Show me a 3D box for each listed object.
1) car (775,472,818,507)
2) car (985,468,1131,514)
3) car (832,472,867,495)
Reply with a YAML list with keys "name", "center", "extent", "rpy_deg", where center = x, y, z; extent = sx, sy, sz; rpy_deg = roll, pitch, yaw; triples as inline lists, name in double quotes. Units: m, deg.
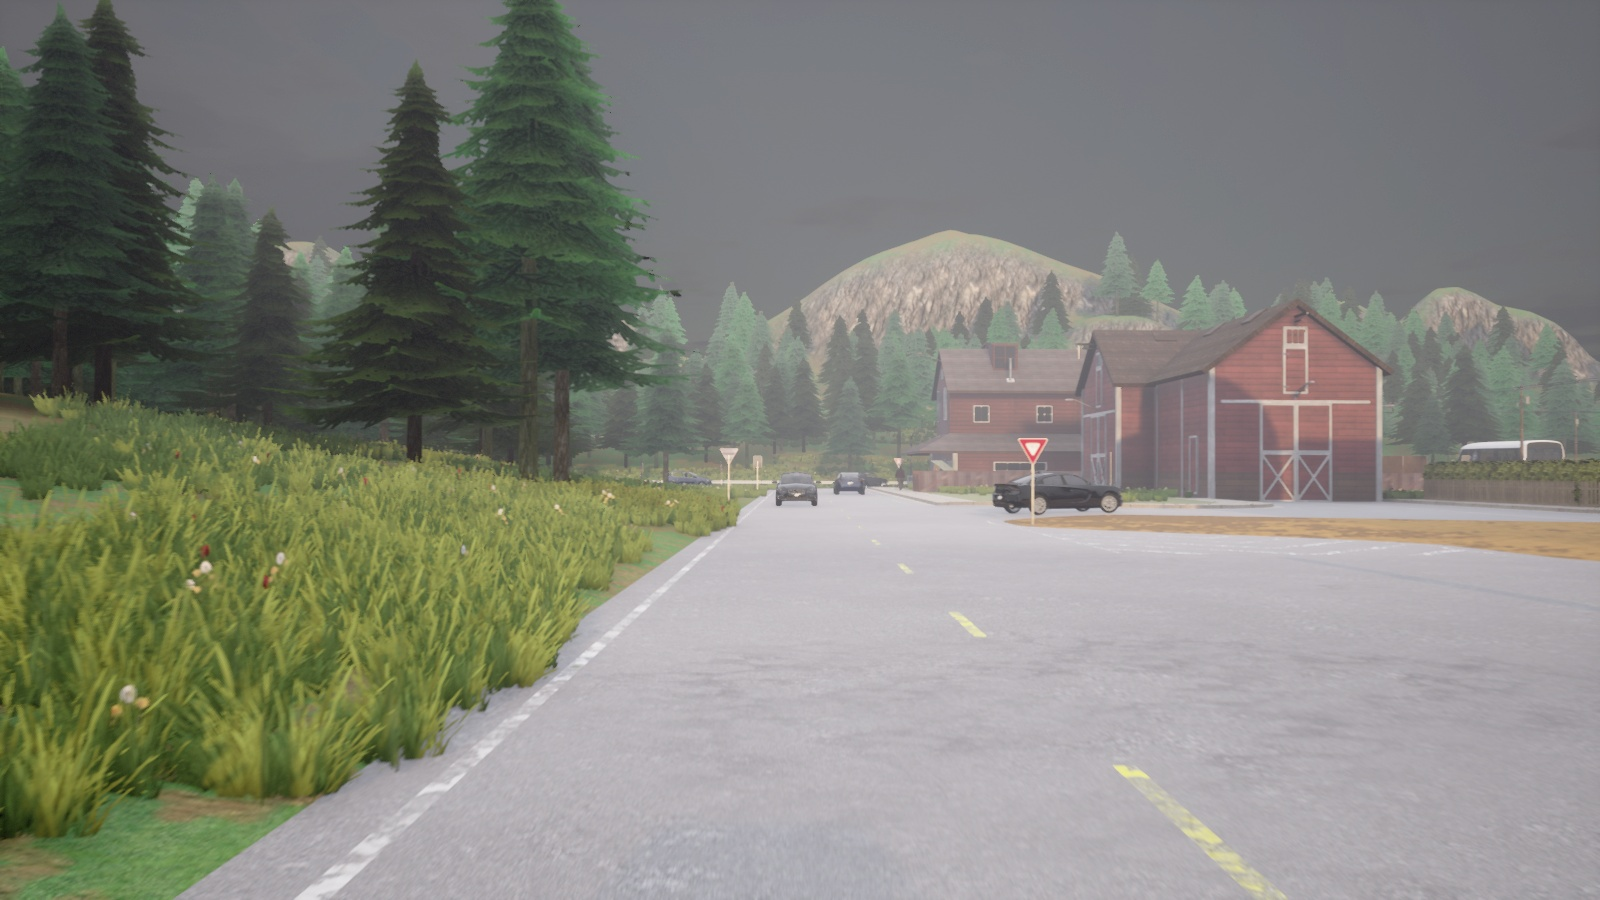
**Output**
- name: "car"
  center: [-0.137, 1.757, 56.490]
  extent: [1.837, 1.490, 4.892]
  rpy_deg: [0, -1, 0]
- name: "car"
  center: [9.441, 1.458, 45.863]
  extent: [5.008, 1.535, 1.882]
  rpy_deg: [-1, -1, -23]
- name: "car"
  center: [3.296, 2.219, 84.712]
  extent: [2.163, 1.488, 4.792]
  rpy_deg: [0, -1, 0]
